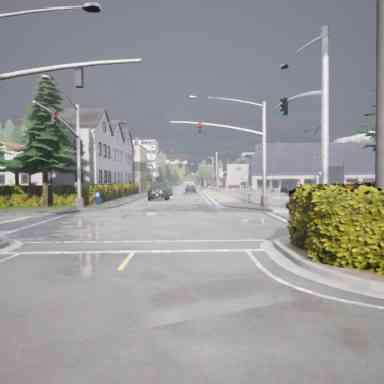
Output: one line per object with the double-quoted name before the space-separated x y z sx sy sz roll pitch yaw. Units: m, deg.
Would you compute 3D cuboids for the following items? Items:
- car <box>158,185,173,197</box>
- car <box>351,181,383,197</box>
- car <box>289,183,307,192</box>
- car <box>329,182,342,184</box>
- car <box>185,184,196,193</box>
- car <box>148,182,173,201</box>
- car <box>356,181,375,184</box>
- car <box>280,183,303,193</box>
"car" -3.785 -0.190 48.447 1.837 1.490 4.892 -1 2 0
"car" 22.216 -0.466 42.137 1.932 1.855 4.605 -1 2 -1
"car" 18.829 -0.883 59.171 1.970 1.475 3.806 -1 2 -1
"car" 25.243 -1.043 59.531 2.152 1.636 5.027 -1 2 -1
"car" -0.233 -0.596 58.710 2.128 1.511 4.902 -1 2 0
"car" -3.761 -0.122 38.286 2.150 2.045 5.566 -1 2 0
"car" 18.980 -0.180 34.253 1.905 1.878 3.866 -1 2 -1
"car" 15.213 -0.535 52.107 2.007 1.523 4.514 -1 2 -1
